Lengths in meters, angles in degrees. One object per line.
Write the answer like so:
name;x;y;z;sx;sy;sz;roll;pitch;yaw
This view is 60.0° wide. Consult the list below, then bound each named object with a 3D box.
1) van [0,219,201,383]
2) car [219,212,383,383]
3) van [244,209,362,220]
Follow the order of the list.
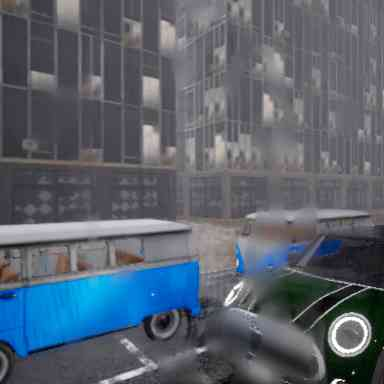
van;-1.761;1.340;4.840;3.998;1.788;1.690;0;0;-36
car;2.569;1.348;4.881;4.553;1.767;2.097;0;0;-35
van;2.830;1.336;8.098;3.998;1.788;1.690;0;0;-35
